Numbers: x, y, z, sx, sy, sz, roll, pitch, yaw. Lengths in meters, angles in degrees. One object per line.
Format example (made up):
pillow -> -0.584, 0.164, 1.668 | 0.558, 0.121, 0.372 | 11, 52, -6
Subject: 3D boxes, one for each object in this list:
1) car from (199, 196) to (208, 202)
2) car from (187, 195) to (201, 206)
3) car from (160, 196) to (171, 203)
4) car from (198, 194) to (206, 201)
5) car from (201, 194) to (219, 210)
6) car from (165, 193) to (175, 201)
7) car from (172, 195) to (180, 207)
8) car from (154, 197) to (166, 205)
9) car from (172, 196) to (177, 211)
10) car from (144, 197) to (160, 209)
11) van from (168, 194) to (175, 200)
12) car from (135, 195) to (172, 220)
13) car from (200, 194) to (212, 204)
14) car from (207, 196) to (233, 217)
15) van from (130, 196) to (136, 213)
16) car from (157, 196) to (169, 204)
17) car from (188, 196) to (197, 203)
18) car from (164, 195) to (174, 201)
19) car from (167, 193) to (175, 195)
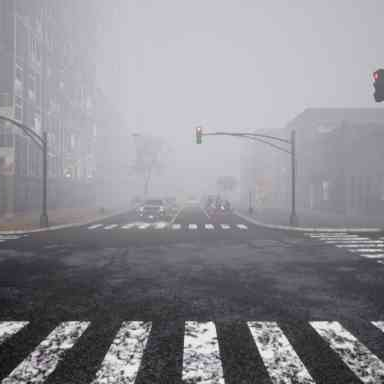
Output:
car -> 2.694, 1.571, 76.357 | 1.947, 1.339, 4.313 | 1, 0, 0
car -> 0.096, 1.606, 55.910 | 1.895, 1.301, 4.718 | 0, 0, 0
car -> -5.685, 1.571, 70.643 | 1.947, 1.339, 4.313 | 1, 0, 0
car -> 2.695, 1.446, 87.704 | 1.967, 1.590, 4.097 | 1, 0, 0
car -> 2.703, 1.320, 42.312 | 2.192, 1.841, 5.009 | 1, 0, 0
car -> -5.682, 1.321, 87.665 | 2.192, 1.841, 5.009 | 1, 0, 0
car -> -3.100, 1.530, 47.600 | 1.812, 1.442, 4.674 | 0, 0, 0
car -> -5.684, 1.587, 59.295 | 1.802, 1.307, 4.206 | 1, 0, 0
car -> -3.104, 1.552, 37.581 | 2.033, 1.411, 5.357 | 0, 0, 0
car -> -5.682, 1.530, 47.777 | 1.752, 1.417, 4.829 | 1, 0, 0
van -> -5.684, 1.347, 93.338 | 1.690, 1.788, 3.998 | 1, 0, 0
car -> -3.136, 1.356, 28.108 | 2.097, 1.767, 4.553 | 0, 0, 1
car -> 2.700, 1.320, 65.009 | 2.192, 1.841, 5.009 | 1, 0, 0
car -> 2.702, 1.444, 30.964 | 1.967, 1.590, 4.097 | 1, 0, 0
van -> -5.677, 1.345, 36.599 | 1.690, 1.788, 3.998 | 1, 0, 0
car -> -5.685, 1.571, 64.969 | 1.947, 1.339, 4.313 | 1, 0, 0
car -> 0.089, 1.531, 69.838 | 1.812, 1.442, 4.674 | 0, 0, 0
car -> -5.686, 1.556, 81.990 | 2.008, 1.369, 4.403 | 1, 0, 0
car -> -3.061, 1.483, 57.727 | 1.882, 1.535, 5.008 | 0, 0, 0
